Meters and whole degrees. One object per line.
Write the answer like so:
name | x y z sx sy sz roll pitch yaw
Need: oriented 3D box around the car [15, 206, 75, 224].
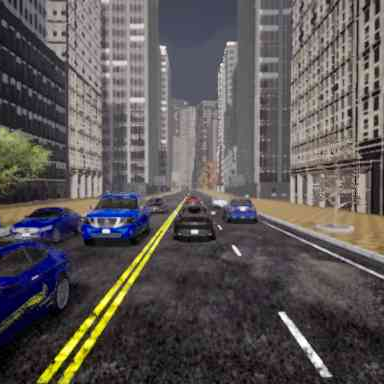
car | -6.488 1.400 15.338 1.812 1.442 4.674 0 0 0

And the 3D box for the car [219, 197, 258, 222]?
car | 3.369 1.151 24.145 2.097 1.767 4.553 0 0 0

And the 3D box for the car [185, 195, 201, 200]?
car | 0.132 1.165 42.617 1.812 1.442 4.674 0 1 0

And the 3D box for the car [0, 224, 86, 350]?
car | -3.270 1.486 4.831 1.812 1.442 4.674 0 0 0

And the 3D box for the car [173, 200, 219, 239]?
car | 0.113 1.373 16.313 1.837 1.490 4.892 0 1 0

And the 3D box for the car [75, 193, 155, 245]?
car | -3.238 1.096 15.302 2.150 2.045 5.566 0 0 0

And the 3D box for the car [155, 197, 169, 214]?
car | -3.258 1.247 31.247 1.837 1.490 4.892 0 0 1

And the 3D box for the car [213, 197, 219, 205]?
car | 3.383 1.261 40.376 1.895 1.301 4.718 0 1 0

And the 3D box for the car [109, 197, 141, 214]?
car | -6.489 1.275 32.704 2.033 1.411 5.357 0 0 0
